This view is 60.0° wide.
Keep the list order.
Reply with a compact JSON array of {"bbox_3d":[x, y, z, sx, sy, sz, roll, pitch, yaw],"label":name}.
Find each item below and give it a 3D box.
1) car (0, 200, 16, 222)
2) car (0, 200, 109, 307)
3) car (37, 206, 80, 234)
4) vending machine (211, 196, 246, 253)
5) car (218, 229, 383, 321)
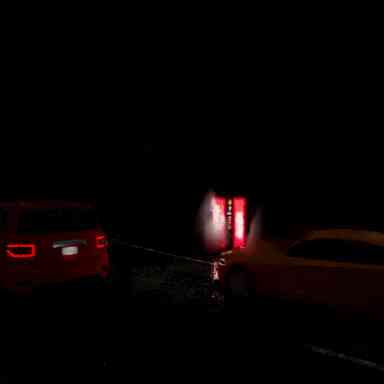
[{"bbox_3d":[-15.781,1.477,27.694,1.882,1.535,5.008,0,0,-26],"label":"car"},{"bbox_3d":[-4.189,1.220,8.286,2.150,2.045,5.566,0,0,-44],"label":"car"},{"bbox_3d":[-8.189,1.601,20.178,1.895,1.301,4.718,0,0,-28],"label":"car"},{"bbox_3d":[1.423,1.195,12.958,1.100,2.100,0.880,0,0,-43],"label":"vending machine"},{"bbox_3d":[2.842,1.477,6.544,5.008,1.535,1.882,0,0,38],"label":"car"}]
